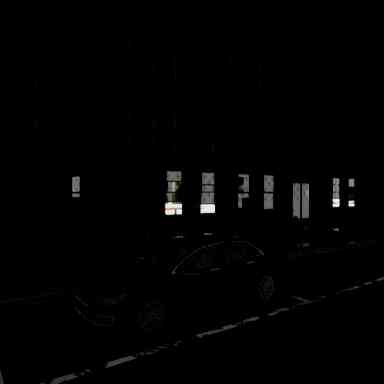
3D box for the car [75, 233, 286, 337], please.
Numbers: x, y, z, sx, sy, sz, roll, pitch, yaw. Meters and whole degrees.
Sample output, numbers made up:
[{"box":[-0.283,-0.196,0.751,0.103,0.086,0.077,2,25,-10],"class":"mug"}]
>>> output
[{"box":[-0.002,1.551,6.558,4.403,1.369,2.008,0,0,-35],"class":"car"}]
